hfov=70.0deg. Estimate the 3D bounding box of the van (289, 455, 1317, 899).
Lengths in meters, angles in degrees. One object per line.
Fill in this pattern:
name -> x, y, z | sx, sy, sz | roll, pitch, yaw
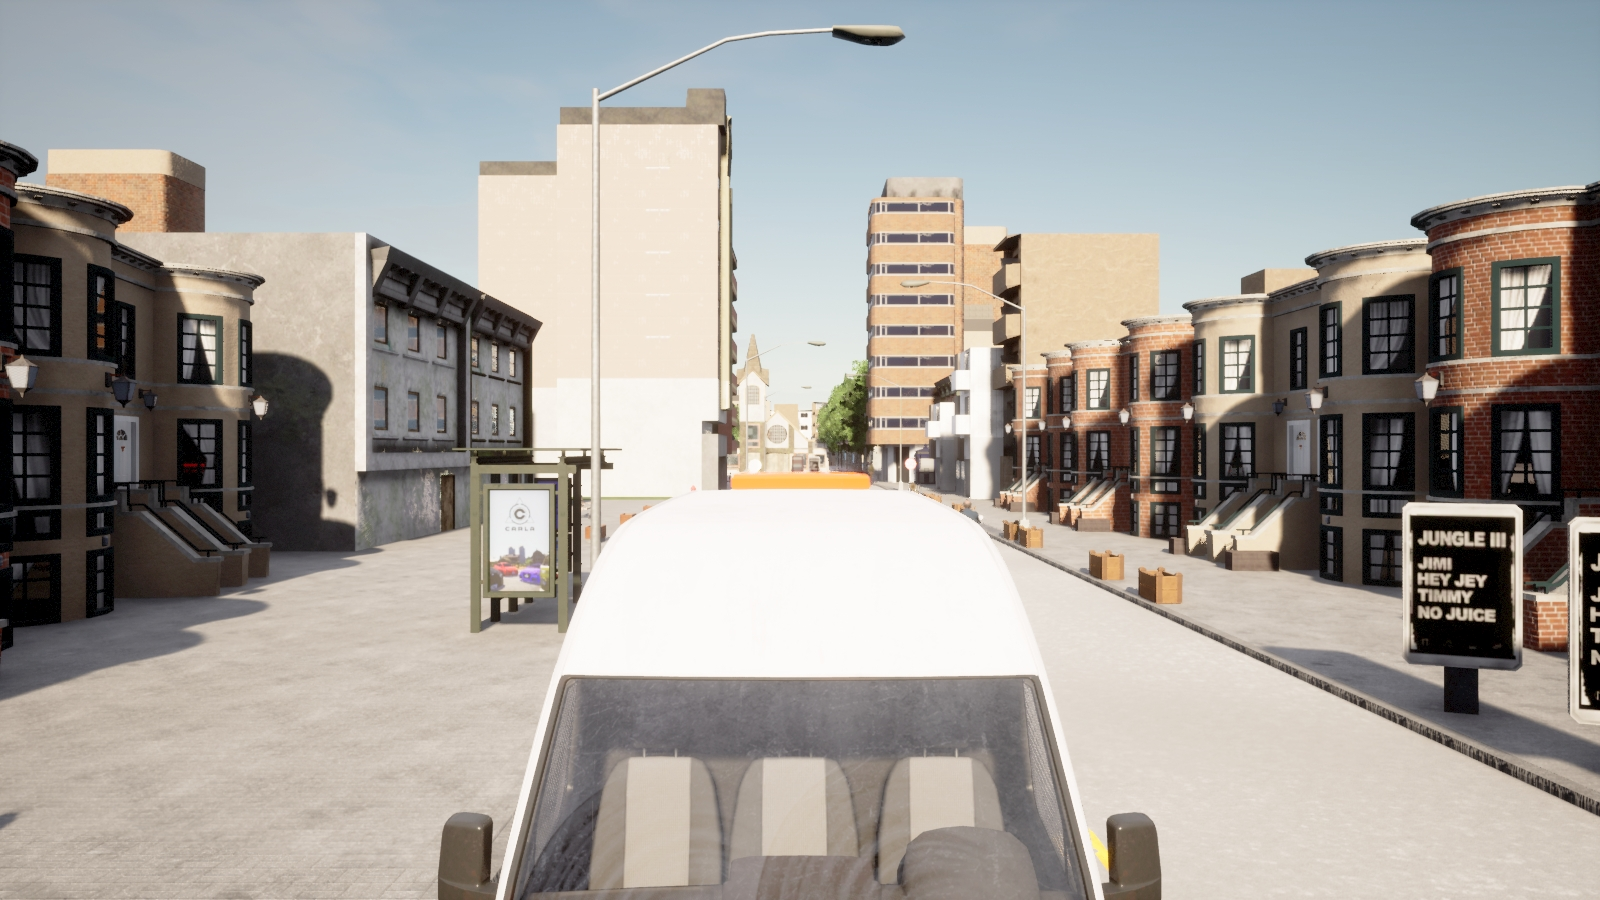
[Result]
van -> 0.007, 1.317, 5.167 | 1.988, 2.561, 5.915 | 0, 0, 0
